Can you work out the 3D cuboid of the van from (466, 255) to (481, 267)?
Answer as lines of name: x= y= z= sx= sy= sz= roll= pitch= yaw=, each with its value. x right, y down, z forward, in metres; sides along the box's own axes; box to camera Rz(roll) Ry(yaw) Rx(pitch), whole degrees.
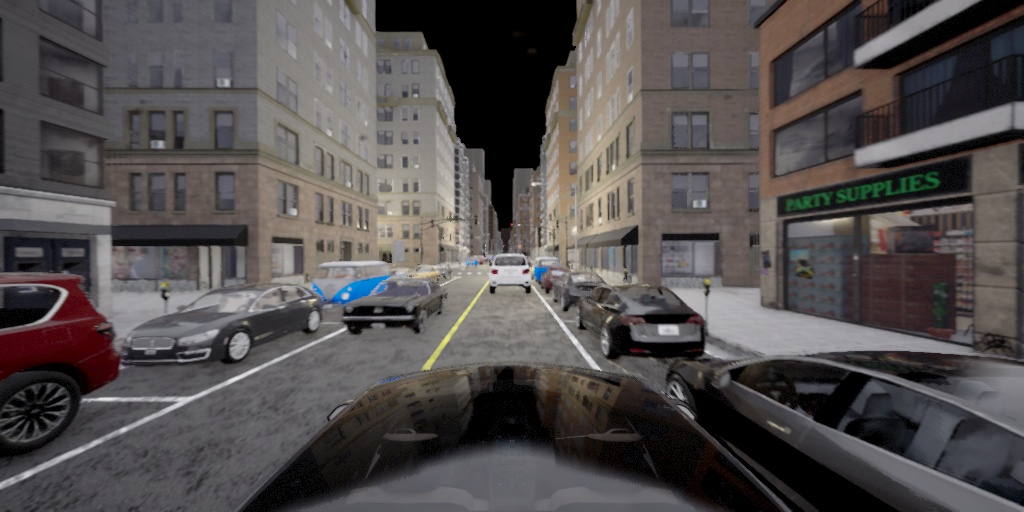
van: x=-6.458 y=0.892 z=57.887 sx=1.690 sy=1.789 sz=3.998 roll=0 pitch=0 yaw=-1

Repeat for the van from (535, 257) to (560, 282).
van: x=2.432 y=0.985 z=25.137 sx=1.690 sy=1.789 sz=3.998 roll=0 pitch=0 yaw=-1

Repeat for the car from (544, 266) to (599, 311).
car: x=2.559 y=1.241 z=13.797 sx=2.007 sy=1.370 sz=4.403 roll=0 pitch=0 yaw=-1

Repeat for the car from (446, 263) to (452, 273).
car: x=-6.155 y=1.225 z=30.693 sx=2.007 sy=1.370 sz=4.403 roll=0 pitch=0 yaw=-1

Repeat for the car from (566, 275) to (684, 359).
car: x=2.622 y=1.276 z=8.128 sx=1.948 sy=1.339 sz=4.313 roll=0 pitch=0 yaw=-1

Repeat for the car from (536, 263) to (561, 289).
car: x=2.496 y=1.251 z=19.467 sx=1.802 sy=1.307 sz=4.207 roll=0 pitch=0 yaw=-1

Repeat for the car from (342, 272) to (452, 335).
car: x=-3.178 y=1.340 z=10.672 sx=1.895 sy=1.301 sz=4.718 roll=0 pitch=0 yaw=-1

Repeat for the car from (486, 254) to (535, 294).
car: x=-0.111 y=0.905 z=20.068 sx=2.150 sy=2.045 sz=5.566 roll=0 pitch=0 yaw=-1

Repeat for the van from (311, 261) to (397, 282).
van: x=-5.966 y=1.088 z=13.688 sx=1.690 sy=1.789 sz=3.998 roll=0 pitch=0 yaw=-1

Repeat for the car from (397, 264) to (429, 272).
car: x=-6.027 y=1.250 z=19.187 sx=1.751 sy=1.417 sz=4.829 roll=0 pitch=0 yaw=-1

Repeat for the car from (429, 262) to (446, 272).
car: x=-6.090 y=1.226 z=24.856 sx=1.751 sy=1.417 sz=4.829 roll=0 pitch=0 yaw=-1

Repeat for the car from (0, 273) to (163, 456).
car: x=-5.839 y=1.101 z=2.353 sx=2.192 sy=1.841 sz=5.009 roll=0 pitch=0 yaw=-1

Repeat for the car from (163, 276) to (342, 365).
car: x=-5.902 y=1.317 z=8.020 sx=2.007 sy=1.370 sz=4.403 roll=0 pitch=0 yaw=-1

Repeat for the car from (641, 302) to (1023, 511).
car: x=2.685 y=1.296 z=2.460 sx=1.948 sy=1.339 sz=4.313 roll=0 pitch=0 yaw=-1
